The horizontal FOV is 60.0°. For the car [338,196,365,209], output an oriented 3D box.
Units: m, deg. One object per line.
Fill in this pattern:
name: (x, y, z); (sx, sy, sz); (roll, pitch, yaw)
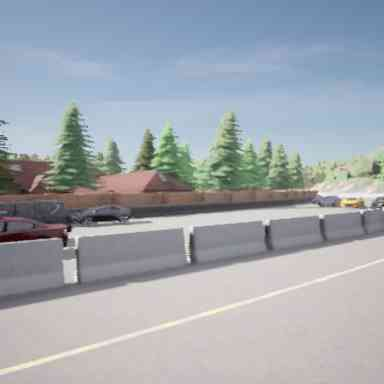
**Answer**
car: (20.682, 1.320, 42.550); (1.882, 1.535, 5.008); (-1, 0, 39)

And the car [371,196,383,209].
car: (22.721, 1.298, 39.527); (1.837, 1.490, 4.892); (-1, 0, 40)

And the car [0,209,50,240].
car: (-10.441, 1.795, 18.142); (4.674, 1.442, 1.812); (-1, 0, -36)

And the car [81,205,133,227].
car: (-6.858, 1.731, 25.221); (4.902, 1.511, 2.128); (-1, 0, -39)

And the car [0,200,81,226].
car: (-8.394, 1.442, 15.282); (5.566, 2.045, 2.150); (-1, 0, -36)

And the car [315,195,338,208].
car: (19.409, 1.234, 46.544); (2.097, 1.767, 4.553); (-1, 0, 39)

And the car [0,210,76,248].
car: (-7.086, 1.660, 11.947); (5.008, 1.535, 1.882); (-1, 0, -35)

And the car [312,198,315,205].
car: (21.218, 1.369, 54.674); (1.882, 1.535, 5.008); (-1, 0, 36)
